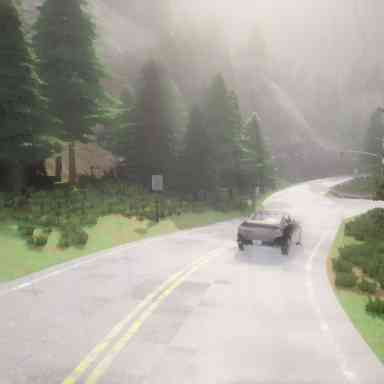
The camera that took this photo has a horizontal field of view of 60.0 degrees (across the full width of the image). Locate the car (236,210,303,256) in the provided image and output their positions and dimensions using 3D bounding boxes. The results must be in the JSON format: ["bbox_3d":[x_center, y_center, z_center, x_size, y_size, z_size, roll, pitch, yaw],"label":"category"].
[{"bbox_3d":[3.262,1.498,13.421,2.128,1.511,4.902,2,1,26],"label":"car"}]
